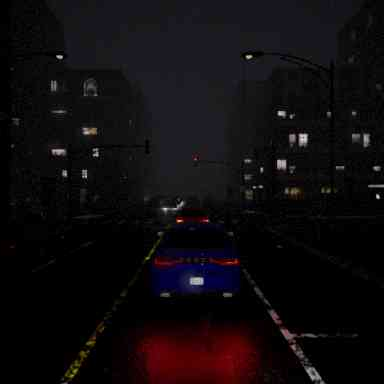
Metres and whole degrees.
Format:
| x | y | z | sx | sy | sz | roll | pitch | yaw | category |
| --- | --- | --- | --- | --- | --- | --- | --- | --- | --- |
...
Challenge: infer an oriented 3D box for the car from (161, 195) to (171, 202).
| x | y | z | sx | sy | sz | roll | pitch | yaw | category |
| --- | --- | --- | --- | --- | --- | --- | --- | --- | --- |
| -5.771 | 1.467 | 74.513 | 1.967 | 1.590 | 4.097 | 0 | 0 | 0 | car |

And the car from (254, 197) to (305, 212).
| x | y | z | sx | sy | sz | roll | pitch | yaw | category |
| --- | --- | --- | --- | --- | --- | --- | --- | --- | --- |
| 9.044 | 1.310 | 35.496 | 4.892 | 1.490 | 1.837 | -1 | 0 | -1 | car |

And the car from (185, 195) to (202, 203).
| x | y | z | sx | sy | sz | roll | pitch | yaw | category |
| --- | --- | --- | --- | --- | --- | --- | --- | --- | --- |
| 0.035 | 1.365 | 53.650 | 2.097 | 1.767 | 4.553 | 0 | 0 | 0 | car |

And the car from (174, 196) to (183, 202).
| x | y | z | sx | sy | sz | roll | pitch | yaw | category |
| --- | --- | --- | --- | --- | --- | --- | --- | --- | --- |
| -3.086 | 1.618 | 78.483 | 1.895 | 1.301 | 4.718 | 0 | 0 | 0 | car |

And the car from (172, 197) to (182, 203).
| x | y | z | sx | sy | sz | roll | pitch | yaw | category |
| --- | --- | --- | --- | --- | --- | --- | --- | --- | --- |
| -3.084 | 1.623 | 68.144 | 1.895 | 1.301 | 4.718 | 0 | 0 | 0 | car |

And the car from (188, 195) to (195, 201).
| x | y | z | sx | sy | sz | roll | pitch | yaw | category |
| --- | --- | --- | --- | --- | --- | --- | --- | --- | --- |
| -0.097 | 1.519 | 90.366 | 1.882 | 1.535 | 5.008 | 0 | 0 | 0 | car |

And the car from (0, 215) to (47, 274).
| x | y | z | sx | sy | sz | roll | pitch | yaw | category |
| --- | --- | --- | --- | --- | --- | --- | --- | --- | --- |
| -5.750 | 1.581 | 9.759 | 1.802 | 1.307 | 4.206 | 0 | 0 | 0 | car |

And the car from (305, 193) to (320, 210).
| x | y | z | sx | sy | sz | roll | pitch | yaw | category |
| --- | --- | --- | --- | --- | --- | --- | --- | --- | --- |
| 14.519 | 1.013 | 38.121 | 5.009 | 1.841 | 2.192 | -1 | 1 | -1 | car |

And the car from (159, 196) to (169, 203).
| x | y | z | sx | sy | sz | roll | pitch | yaw | category |
| --- | --- | --- | --- | --- | --- | --- | --- | --- | --- |
| -5.765 | 1.548 | 68.660 | 1.752 | 1.417 | 4.829 | 0 | 0 | 0 | car |

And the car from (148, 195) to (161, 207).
| x | y | z | sx | sy | sz | roll | pitch | yaw | category |
| --- | --- | --- | --- | --- | --- | --- | --- | --- | --- |
| -5.746 | 1.578 | 51.783 | 1.947 | 1.339 | 4.313 | 0 | 0 | 0 | car |

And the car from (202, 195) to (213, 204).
| x | y | z | sx | sy | sz | roll | pitch | yaw | category |
| --- | --- | --- | --- | --- | --- | --- | --- | --- | --- |
| 2.628 | 1.455 | 57.476 | 1.967 | 1.590 | 4.097 | 0 | 0 | 0 | car |

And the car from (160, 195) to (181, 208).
| x | y | z | sx | sy | sz | roll | pitch | yaw | category |
| --- | --- | --- | --- | --- | --- | --- | --- | --- | --- |
| -3.133 | 1.558 | 49.154 | 2.033 | 1.411 | 5.357 | 0 | 0 | -1 | car |

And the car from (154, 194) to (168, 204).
| x | y | z | sx | sy | sz | roll | pitch | yaw | category |
| --- | --- | --- | --- | --- | --- | --- | --- | --- | --- |
| -5.759 | 1.334 | 63.148 | 2.192 | 1.841 | 5.009 | 0 | 0 | 0 | car |

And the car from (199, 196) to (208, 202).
| x | y | z | sx | sy | sz | roll | pitch | yaw | category |
| --- | --- | --- | --- | --- | --- | --- | --- | --- | --- |
| 2.610 | 1.609 | 74.524 | 1.802 | 1.307 | 4.206 | 0 | 0 | 0 | car |

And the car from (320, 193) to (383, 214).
| x | y | z | sx | sy | sz | roll | pitch | yaw | category |
| --- | --- | --- | --- | --- | --- | --- | --- | --- | --- |
| 14.663 | 1.028 | 29.743 | 5.009 | 1.841 | 2.192 | -1 | 1 | -1 | car |

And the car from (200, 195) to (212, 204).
| x | y | z | sx | sy | sz | roll | pitch | yaw | category |
| --- | --- | --- | --- | --- | --- | --- | --- | --- | --- |
| 2.622 | 1.459 | 63.159 | 1.967 | 1.590 | 4.097 | 0 | 0 | 0 | car |

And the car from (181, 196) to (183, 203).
| x | y | z | sx | sy | sz | roll | pitch | yaw | category |
| --- | --- | --- | --- | --- | --- | --- | --- | --- | --- |
| -3.142 | 1.368 | 58.636 | 2.097 | 1.767 | 4.553 | 0 | 0 | 0 | car |

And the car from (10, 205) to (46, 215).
| x | y | z | sx | sy | sz | roll | pitch | yaw | category |
| --- | --- | --- | --- | --- | --- | --- | --- | --- | --- |
| -16.709 | 1.887 | 32.043 | 4.718 | 1.301 | 1.895 | -1 | 0 | -1 | car |

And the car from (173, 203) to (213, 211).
| x | y | z | sx | sy | sz | roll | pitch | yaw | category |
| --- | --- | --- | --- | --- | --- | --- | --- | --- | --- |
| 0.079 | 1.526 | 17.894 | 1.812 | 1.442 | 4.674 | 0 | 0 | 1 | car |

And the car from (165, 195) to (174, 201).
| x | y | z | sx | sy | sz | roll | pitch | yaw | category |
| --- | --- | --- | --- | --- | --- | --- | --- | --- | --- |
| -5.783 | 1.477 | 85.878 | 1.967 | 1.590 | 4.097 | 0 | 0 | 0 | car |

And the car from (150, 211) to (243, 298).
| x | y | z | sx | sy | sz | roll | pitch | yaw | category |
| --- | --- | --- | --- | --- | --- | --- | --- | --- | --- |
| 0.094 | 1.477 | 8.554 | 1.882 | 1.535 | 5.008 | 0 | 0 | 0 | car |
